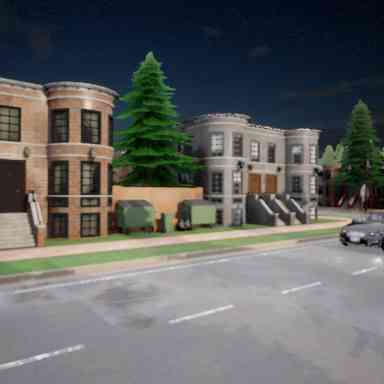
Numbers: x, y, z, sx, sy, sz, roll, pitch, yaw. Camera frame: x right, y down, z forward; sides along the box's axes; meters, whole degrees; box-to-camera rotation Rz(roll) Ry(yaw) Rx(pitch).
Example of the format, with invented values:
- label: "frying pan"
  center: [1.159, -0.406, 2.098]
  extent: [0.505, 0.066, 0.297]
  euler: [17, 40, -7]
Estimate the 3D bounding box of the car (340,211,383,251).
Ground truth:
- label: "car"
  center: [8.335, 1.594, 14.432]
  extent: [4.902, 1.511, 2.128]
  euler: [1, 0, -36]
